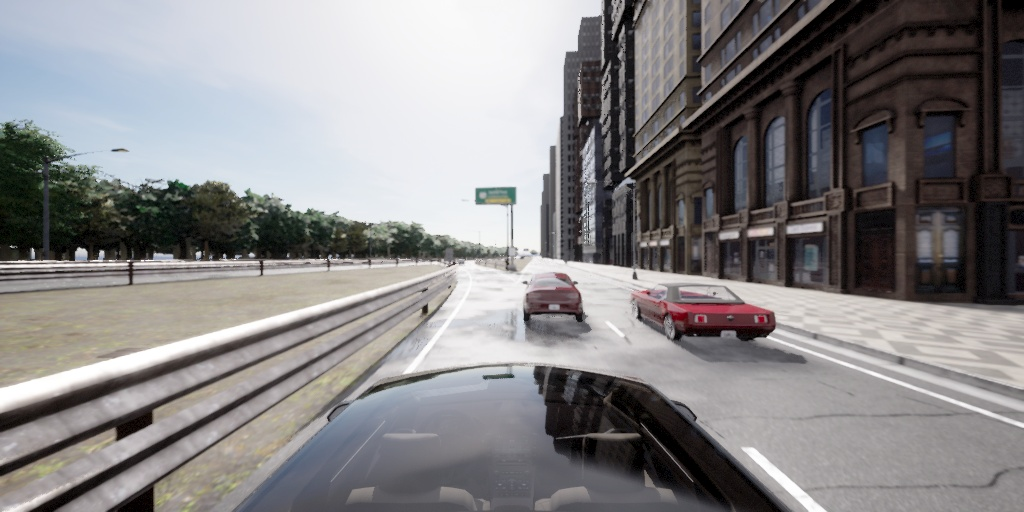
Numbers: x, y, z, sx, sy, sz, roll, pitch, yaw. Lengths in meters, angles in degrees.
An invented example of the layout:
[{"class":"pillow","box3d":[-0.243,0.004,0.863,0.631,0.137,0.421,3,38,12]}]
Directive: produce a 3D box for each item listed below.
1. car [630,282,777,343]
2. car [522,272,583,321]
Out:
[{"class":"car","box3d":[4.671,1.354,9.713,1.895,1.301,4.718,0,0,4]},{"class":"car","box3d":[1.335,1.289,12.402,1.812,1.442,4.674,0,0,4]}]
